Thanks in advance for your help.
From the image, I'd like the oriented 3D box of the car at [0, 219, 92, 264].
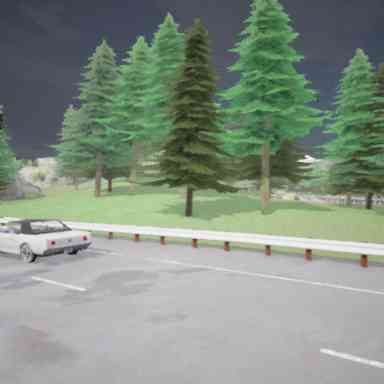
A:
[{"bbox_3d":[-5.886,1.616,11.954,4.718,1.301,1.895,0,0,32],"label":"car"}]
